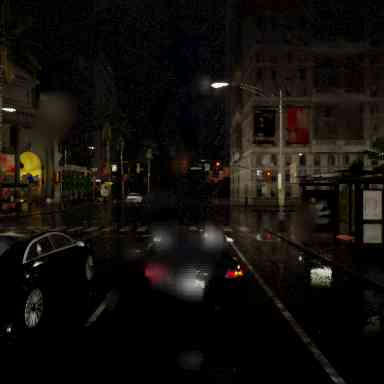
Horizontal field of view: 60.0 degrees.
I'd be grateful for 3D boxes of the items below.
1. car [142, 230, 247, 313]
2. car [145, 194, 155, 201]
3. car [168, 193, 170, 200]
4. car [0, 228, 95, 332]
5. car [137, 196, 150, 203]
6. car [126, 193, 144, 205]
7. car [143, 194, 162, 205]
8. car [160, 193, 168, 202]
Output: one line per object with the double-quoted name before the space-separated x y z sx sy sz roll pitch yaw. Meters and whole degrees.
"car" 0.053 1.564 7.749 1.994 1.385 4.181 0 0 0
"car" -10.550 1.355 83.597 2.097 1.767 4.553 0 0 0
"car" -7.054 1.524 83.409 1.812 1.442 4.674 0 0 0
"car" -3.452 1.492 6.816 2.128 1.511 4.902 0 0 0
"car" -10.604 1.540 73.305 2.033 1.411 5.357 0 0 0
"car" -10.649 1.223 61.149 2.150 2.045 5.566 0 0 0
"car" -7.162 1.564 60.831 1.994 1.385 4.181 0 0 0
"car" -7.104 1.355 72.864 2.097 1.767 4.553 0 0 0
